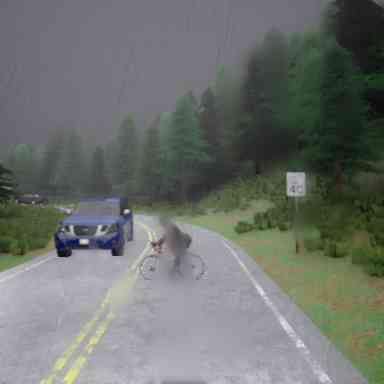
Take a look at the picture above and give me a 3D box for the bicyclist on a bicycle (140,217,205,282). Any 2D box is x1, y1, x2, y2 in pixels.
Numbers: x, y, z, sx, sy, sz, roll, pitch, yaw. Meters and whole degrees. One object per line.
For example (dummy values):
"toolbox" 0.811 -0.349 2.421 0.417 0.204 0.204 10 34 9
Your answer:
"bicyclist on a bicycle" -0.513 1.457 8.392 1.656 1.620 0.582 -1 0 0

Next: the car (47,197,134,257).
"car" -3.631 1.234 13.388 2.150 2.045 5.566 0 0 -4

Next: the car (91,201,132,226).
"car" -5.982 1.495 24.152 2.033 1.411 5.357 2 0 -23

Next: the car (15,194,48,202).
"car" -21.193 0.994 43.893 5.008 1.535 1.882 3 -3 23

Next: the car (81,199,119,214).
"car" -10.062 1.532 36.217 1.895 1.301 4.718 5 -2 -43
